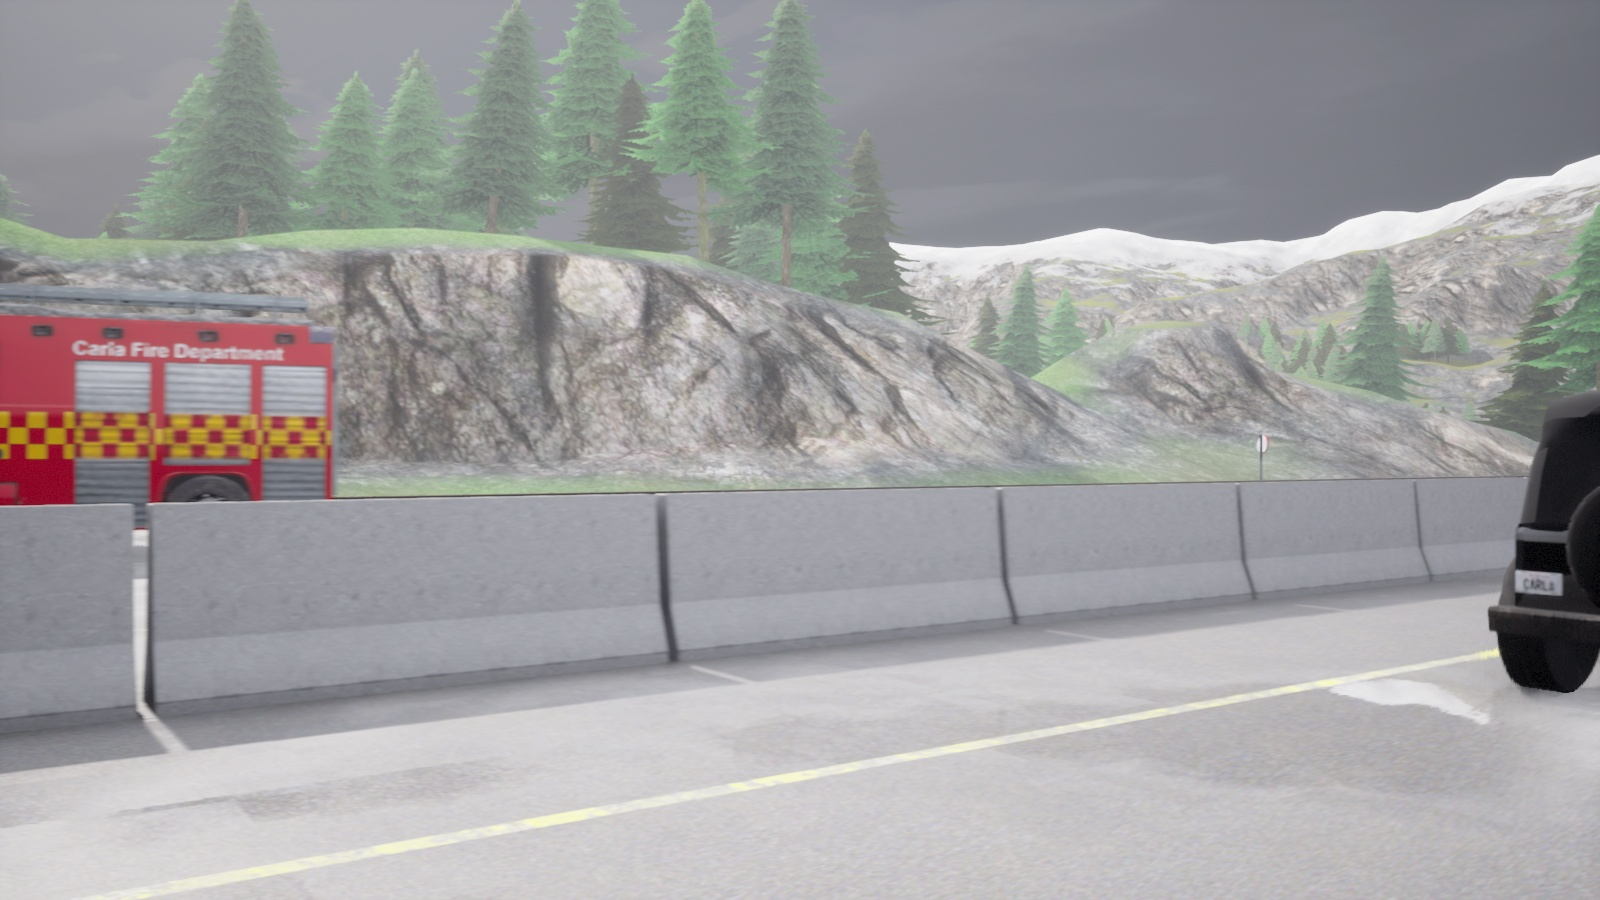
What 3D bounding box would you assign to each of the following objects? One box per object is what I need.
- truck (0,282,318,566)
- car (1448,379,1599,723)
[{"bbox_3d":[-11.524,-0.351,18.166,8.468,3.827,2.891,0,0,-22],"label":"truck"},{"bbox_3d":[6.019,0.547,7.849,3.866,1.878,1.905,0,0,-35],"label":"car"}]
